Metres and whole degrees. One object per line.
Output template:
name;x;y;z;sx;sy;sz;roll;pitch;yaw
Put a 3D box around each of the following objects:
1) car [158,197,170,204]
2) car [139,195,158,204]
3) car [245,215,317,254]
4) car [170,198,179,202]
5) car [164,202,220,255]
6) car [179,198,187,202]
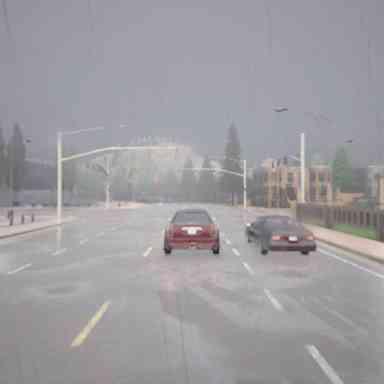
car;-8.391;2.319;87.328;1.837;1.490;4.892;0;-1;-29
car;-11.200;2.023;85.110;2.150;2.045;5.566;0;-1;-25
car;3.495;1.679;13.997;2.033;1.411;5.357;0;-1;0
car;-6.338;2.381;90.782;2.033;1.411;5.357;0;-1;-32
car;-0.004;1.483;14.092;2.097;1.767;4.553;0;-1;0
car;-3.449;2.402;92.773;2.033;1.411;5.357;0;-1;-32
